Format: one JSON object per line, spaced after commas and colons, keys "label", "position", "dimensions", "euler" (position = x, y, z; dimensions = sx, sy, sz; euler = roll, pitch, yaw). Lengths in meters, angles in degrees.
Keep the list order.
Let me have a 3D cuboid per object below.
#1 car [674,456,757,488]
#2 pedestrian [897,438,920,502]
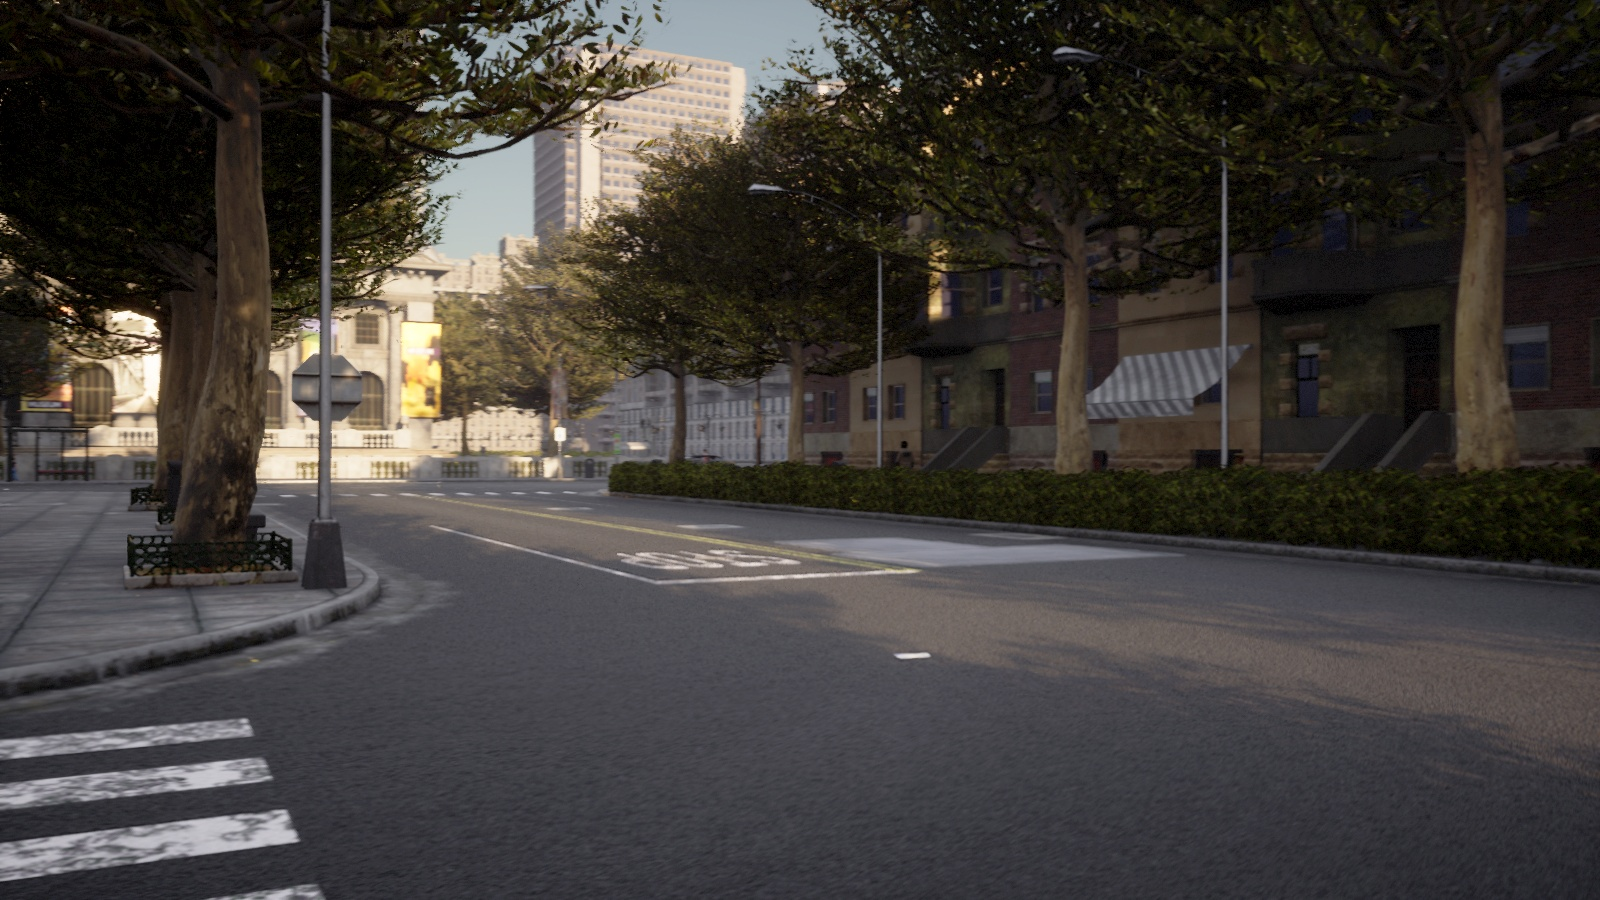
{"label": "car", "position": [-4.198, 1.069, 62.314], "dimensions": [3.705, 1.549, 1.789], "euler": [0, 0, -28]}
{"label": "pedestrian", "position": [3.310, 0.603, 38.413], "dimensions": [0.396, 1.930, 0.692], "euler": [0, 0, -27]}
